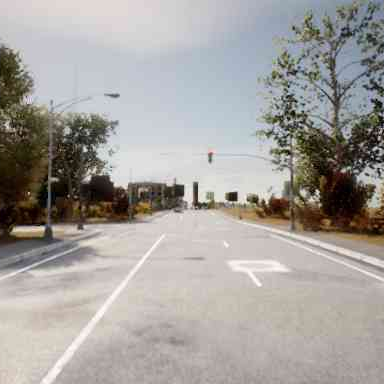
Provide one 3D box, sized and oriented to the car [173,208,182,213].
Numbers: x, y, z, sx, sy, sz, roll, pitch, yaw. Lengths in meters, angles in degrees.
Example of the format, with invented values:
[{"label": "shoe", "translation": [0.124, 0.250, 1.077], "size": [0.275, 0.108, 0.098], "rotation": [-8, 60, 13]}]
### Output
[{"label": "car", "translation": [-3.514, 4.520, 81.960], "size": [1.994, 1.385, 4.181], "rotation": [0, -1, 1]}]
